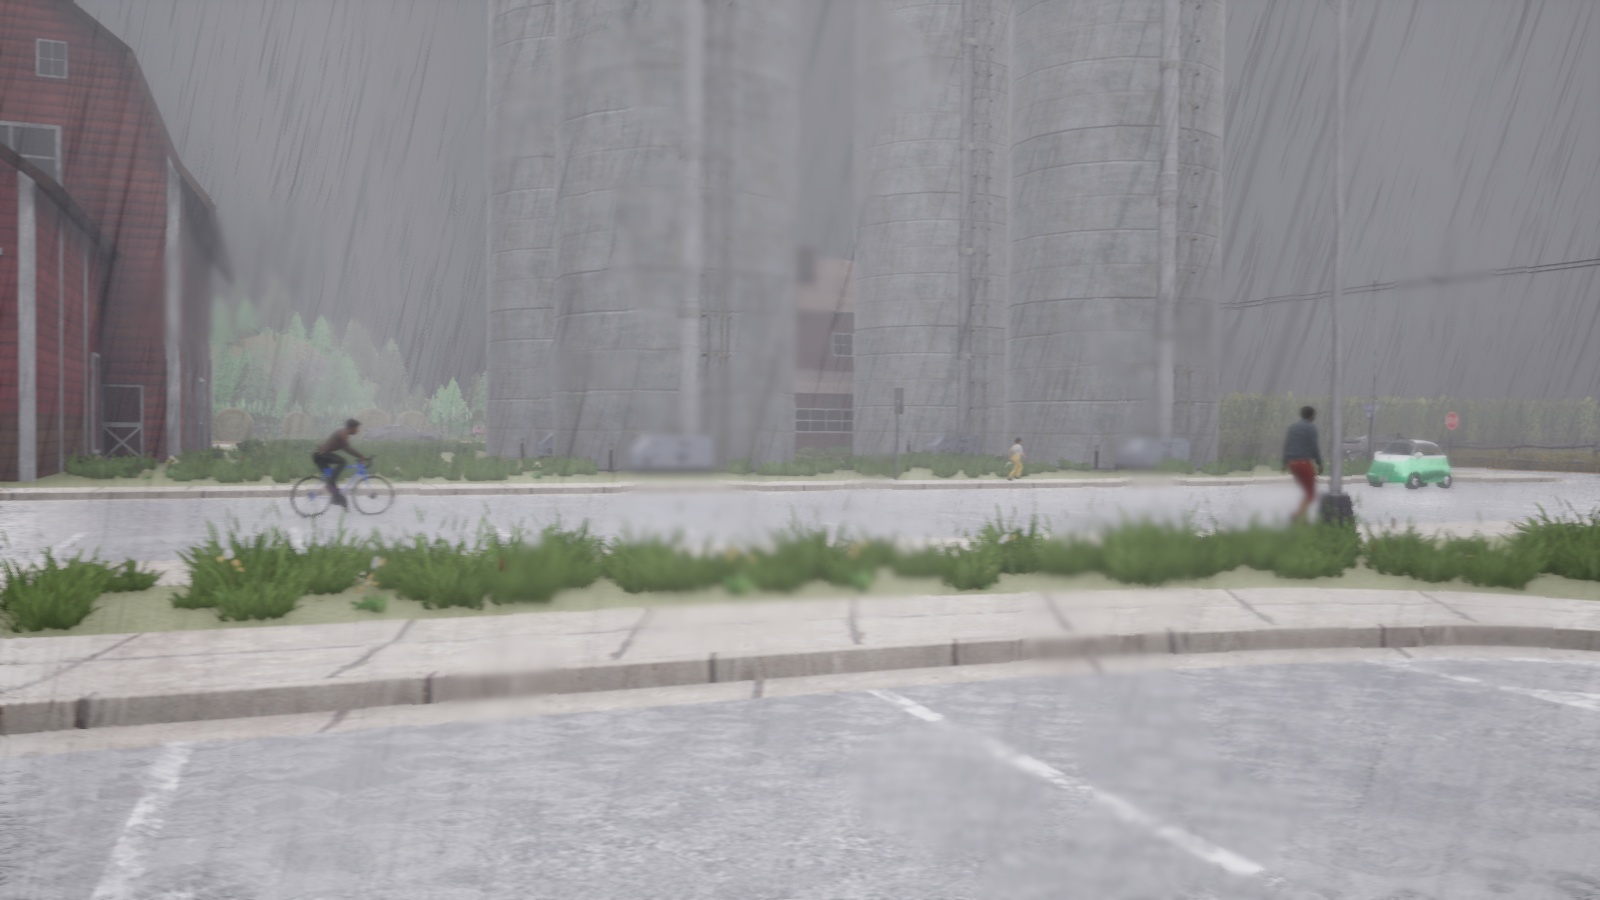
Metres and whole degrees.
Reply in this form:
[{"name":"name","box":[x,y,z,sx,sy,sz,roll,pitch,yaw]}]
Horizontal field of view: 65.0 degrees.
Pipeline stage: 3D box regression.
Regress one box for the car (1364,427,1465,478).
[{"name":"car","box":[17.276,0.044,35.311,2.207,1.376,1.481,-1,1,-24]}]

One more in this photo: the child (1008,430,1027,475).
[{"name":"child","box":[6.051,0.065,34.899,0.437,1.263,0.270,-1,1,-20]}]

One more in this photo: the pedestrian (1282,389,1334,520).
[{"name":"pedestrian","box":[7.314,0.057,18.081,0.614,1.847,0.353,-1,1,-24]}]

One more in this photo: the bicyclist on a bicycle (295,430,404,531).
[{"name":"bicyclist on a bicycle","box":[-7.460,0.484,20.808,1.656,1.620,0.582,-1,1,-23]}]

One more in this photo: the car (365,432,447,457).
[{"name":"car","box":[-25.574,-0.356,81.505,4.902,1.511,2.128,-1,1,-23]}]

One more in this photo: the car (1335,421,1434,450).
[{"name":"car","box":[32.292,-0.815,69.409,4.902,1.511,2.128,-1,1,-21]}]
